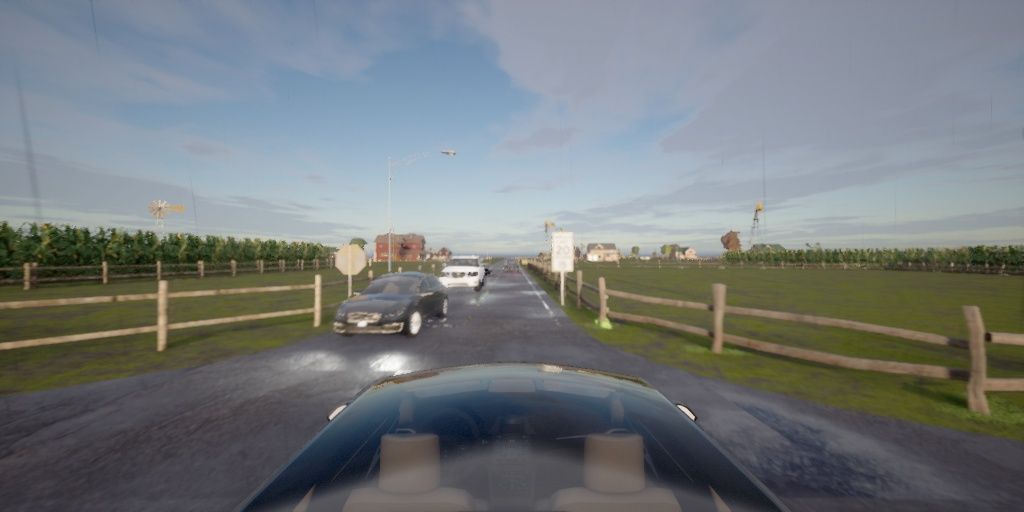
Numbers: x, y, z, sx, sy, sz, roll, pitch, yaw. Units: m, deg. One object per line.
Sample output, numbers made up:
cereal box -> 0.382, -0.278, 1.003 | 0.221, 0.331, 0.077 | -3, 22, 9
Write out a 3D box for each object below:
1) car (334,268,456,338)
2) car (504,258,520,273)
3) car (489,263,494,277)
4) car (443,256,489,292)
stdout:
car -> -3.155, 1.263, 10.375 | 1.837, 1.490, 4.892 | 0, 0, 4
car -> 0.003, 1.279, 45.572 | 2.128, 1.511, 4.902 | 0, 0, 0
car -> -2.839, 1.381, 36.182 | 1.895, 1.301, 4.718 | 0, 0, 0
car -> -2.849, 0.991, 21.804 | 2.150, 2.045, 5.566 | 0, 0, 0
